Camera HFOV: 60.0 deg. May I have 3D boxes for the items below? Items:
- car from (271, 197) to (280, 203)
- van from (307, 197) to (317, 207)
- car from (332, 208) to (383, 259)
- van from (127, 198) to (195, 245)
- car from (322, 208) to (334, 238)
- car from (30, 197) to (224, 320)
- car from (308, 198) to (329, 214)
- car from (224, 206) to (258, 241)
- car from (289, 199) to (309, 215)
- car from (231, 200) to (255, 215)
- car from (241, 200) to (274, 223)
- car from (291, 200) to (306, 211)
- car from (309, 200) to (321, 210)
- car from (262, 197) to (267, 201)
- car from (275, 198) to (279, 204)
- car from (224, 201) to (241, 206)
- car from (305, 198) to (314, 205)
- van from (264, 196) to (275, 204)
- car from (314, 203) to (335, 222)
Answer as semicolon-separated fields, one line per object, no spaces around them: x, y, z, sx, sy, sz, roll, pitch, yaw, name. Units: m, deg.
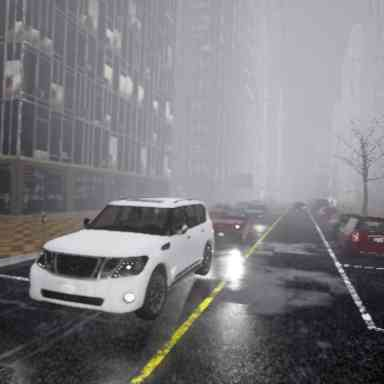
21.595;2.120;86.043;2.008;1.369;4.403;3;0;18;car
24.307;2.043;67.203;1.690;1.788;3.998;3;0;18;van
6.893;1.651;13.047;1.967;1.590;4.097;3;0;18;car
-1.296;1.261;15.723;1.690;1.788;3.998;3;0;18;van
8.587;1.824;18.477;1.947;1.339;4.313;3;0;18;car
-1.028;1.168;7.765;2.150;2.045;5.566;2;0;18;car
15.545;1.769;40.142;2.192;1.841;5.009;3;0;18;car
2.014;1.633;17.194;1.895;1.301;4.718;2;0;18;car
12.412;1.873;38.913;1.812;1.442;4.674;2;0;18;car
5.819;1.687;37.332;1.947;1.339;4.313;3;0;18;car
5.221;1.670;27.069;2.033;1.411;5.357;2;0;18;car
15.559;2.000;48.654;1.994;1.385;4.181;2;0;18;car
20.846;2.129;56.541;1.752;1.417;4.829;3;0;18;car
9.326;1.786;48.157;1.947;1.339;4.313;3;0;18;car
18.089;2.035;75.219;1.947;1.339;4.313;3;0;18;car
2.307;1.567;26.513;1.887;1.381;4.507;3;0;18;car
27.615;2.252;78.560;1.801;1.575;5.366;2;0;18;car
14.593;1.710;64.392;1.690;1.788;3.998;3;0;18;van
12.028;1.937;29.320;1.802;1.307;4.206;3;0;18;car
